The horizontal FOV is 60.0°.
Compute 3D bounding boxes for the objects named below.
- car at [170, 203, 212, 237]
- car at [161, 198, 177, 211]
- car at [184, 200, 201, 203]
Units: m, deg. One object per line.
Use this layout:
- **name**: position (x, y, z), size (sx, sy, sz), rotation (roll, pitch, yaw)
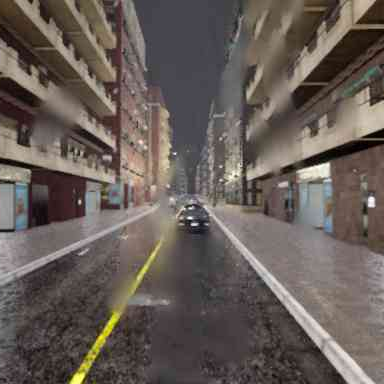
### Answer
- **car**: position (0.101, 1.555, 17.956), size (2.033, 1.411, 5.357), rotation (0, 0, 0)
- **car**: position (-2.749, 1.503, 40.717), size (2.128, 1.511, 4.902), rotation (0, 0, 0)
- **car**: position (0.102, 1.567, 37.643), size (1.994, 1.385, 4.181), rotation (0, 0, 0)
